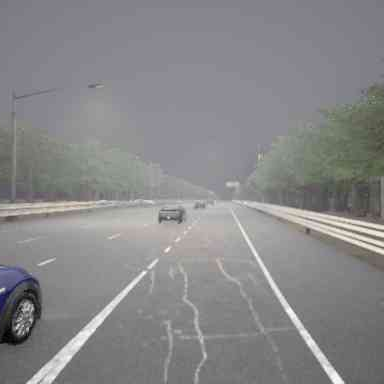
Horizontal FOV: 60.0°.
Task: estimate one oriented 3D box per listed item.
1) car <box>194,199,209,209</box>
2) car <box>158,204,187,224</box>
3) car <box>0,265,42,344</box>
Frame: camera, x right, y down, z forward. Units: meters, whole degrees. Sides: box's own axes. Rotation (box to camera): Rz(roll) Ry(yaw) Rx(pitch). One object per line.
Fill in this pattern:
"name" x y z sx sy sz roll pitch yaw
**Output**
"car" 1.478 2.242 58.385 1.812 1.442 4.674 1 -1 6
"car" -1.509 1.729 27.021 2.128 1.511 4.902 1 -1 5
"car" -3.662 1.344 3.690 2.097 1.767 4.553 1 -1 5
